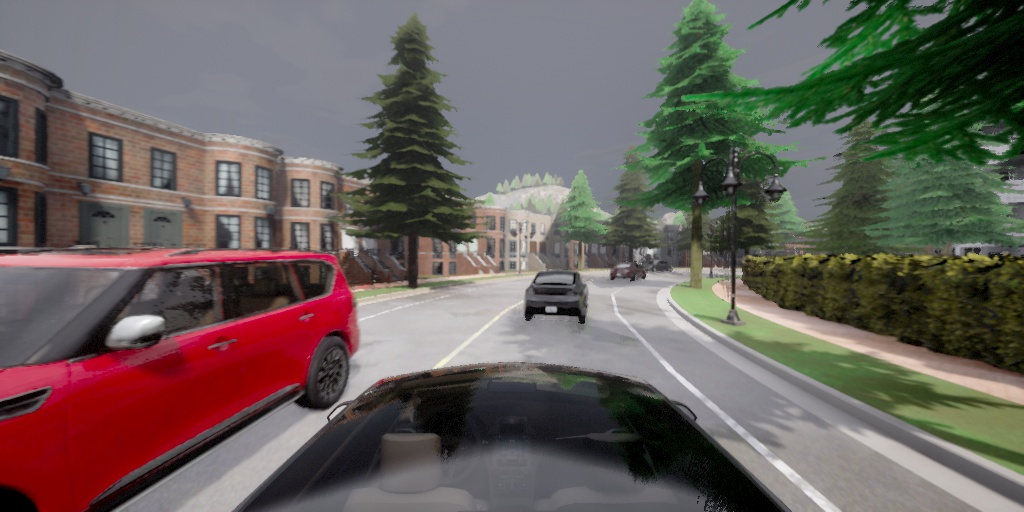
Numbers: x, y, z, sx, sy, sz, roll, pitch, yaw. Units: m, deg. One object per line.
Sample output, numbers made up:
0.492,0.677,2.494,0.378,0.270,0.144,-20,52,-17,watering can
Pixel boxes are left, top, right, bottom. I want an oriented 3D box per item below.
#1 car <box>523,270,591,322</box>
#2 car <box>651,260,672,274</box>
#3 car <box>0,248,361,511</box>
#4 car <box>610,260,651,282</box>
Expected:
1.631,1.216,12.219,1.837,1.490,4.892,0,0,13,car
16.377,1.197,40.935,4.892,1.490,1.837,0,0,-37,car
-3.462,0.935,3.188,2.150,2.045,5.566,0,0,3,car
9.245,1.220,28.483,1.812,1.442,4.674,0,0,35,car
